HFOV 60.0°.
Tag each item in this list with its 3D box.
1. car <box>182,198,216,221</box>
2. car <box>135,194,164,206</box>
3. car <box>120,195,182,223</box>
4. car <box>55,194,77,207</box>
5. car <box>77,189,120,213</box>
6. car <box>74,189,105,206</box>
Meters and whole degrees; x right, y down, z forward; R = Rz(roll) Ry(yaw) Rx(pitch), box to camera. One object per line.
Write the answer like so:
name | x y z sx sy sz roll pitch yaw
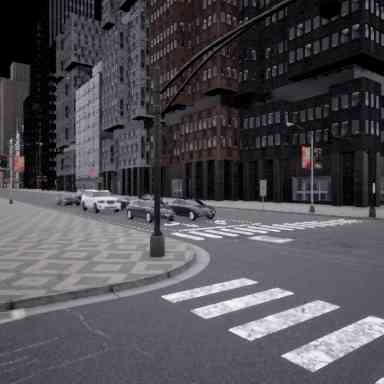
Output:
car | -0.205 1.239 25.003 1.837 1.490 4.892 0 1 -38
car | -5.659 0.985 44.074 1.812 1.442 4.674 0 1 -36
car | -2.970 1.240 23.324 1.837 1.490 4.892 0 1 -36
car | -15.014 0.986 40.049 2.033 1.411 5.357 0 1 -36
car | -8.653 0.819 31.212 2.150 2.045 5.566 0 1 -36
car | -13.483 0.630 43.498 2.150 2.045 5.566 0 1 -35
